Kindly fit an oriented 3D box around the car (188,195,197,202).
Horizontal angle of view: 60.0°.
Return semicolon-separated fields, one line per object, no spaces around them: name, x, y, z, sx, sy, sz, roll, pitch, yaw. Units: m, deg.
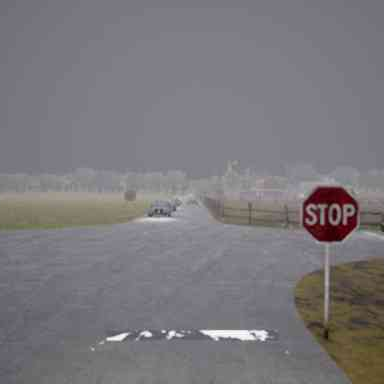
car;0.074;1.379;71.391;1.882;1.535;5.008;0;0;0

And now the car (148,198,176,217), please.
car;-2.819;1.513;30.315;1.994;1.385;4.181;0;0;0

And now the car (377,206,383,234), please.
car;12.631;1.502;16.818;5.357;1.411;2.033;0;2;0

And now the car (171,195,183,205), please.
car;-2.695;1.391;59.024;1.882;1.535;5.008;0;0;0

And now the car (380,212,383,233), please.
car;11.128;1.247;14.168;5.566;2.045;2.150;0;1;2

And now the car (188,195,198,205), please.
car;0.164;1.463;57.811;2.033;1.411;5.357;0;0;1

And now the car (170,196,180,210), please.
car;-2.798;1.415;39.150;1.882;1.535;5.008;0;0;0

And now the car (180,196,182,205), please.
car;-2.777;1.490;48.963;1.994;1.385;4.181;0;0;0
